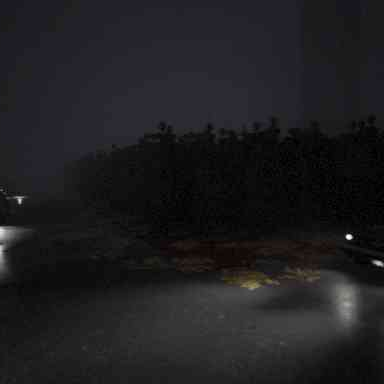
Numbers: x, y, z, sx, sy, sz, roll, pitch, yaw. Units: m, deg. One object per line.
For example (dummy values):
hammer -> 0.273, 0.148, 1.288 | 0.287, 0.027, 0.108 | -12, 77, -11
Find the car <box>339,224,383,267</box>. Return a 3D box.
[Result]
car -> 5.624, 0.988, 7.489 | 4.718, 1.301, 1.895 | -3, 4, -26

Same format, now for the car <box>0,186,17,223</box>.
car -> -10.283, 0.704, 16.767 | 2.033, 1.411, 5.357 | -3, 4, -26

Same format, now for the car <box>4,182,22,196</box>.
car -> -20.829, -0.368, 38.560 | 1.882, 1.535, 5.008 | -3, 3, -26
